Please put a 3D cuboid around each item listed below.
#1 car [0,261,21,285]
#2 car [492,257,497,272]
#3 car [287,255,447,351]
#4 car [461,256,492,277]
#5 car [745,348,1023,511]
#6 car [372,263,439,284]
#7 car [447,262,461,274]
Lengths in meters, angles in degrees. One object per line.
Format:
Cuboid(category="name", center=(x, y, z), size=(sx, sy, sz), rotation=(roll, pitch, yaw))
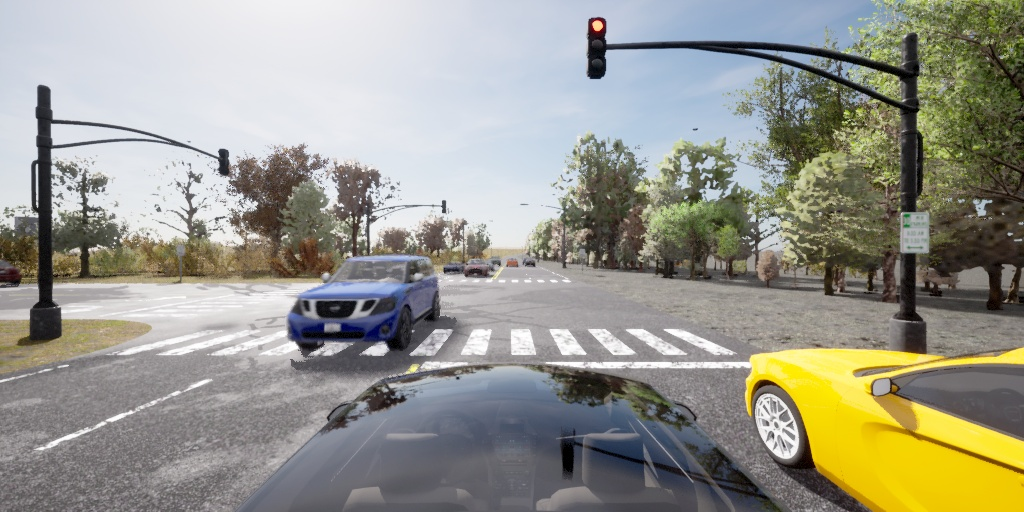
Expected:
Cuboid(category="car", center=(-34.401, 1.033, 22.607), size=(4.553, 1.767, 2.097), rotation=(0, 0, -3))
Cuboid(category="car", center=(-3.348, 1.278, 47.006), size=(1.812, 1.442, 4.674), rotation=(0, 1, 0))
Cuboid(category="car", center=(-3.348, 0.987, 9.399), size=(2.150, 2.045, 5.566), rotation=(0, 0, 0))
Cuboid(category="car", center=(-3.348, 1.102, 35.066), size=(2.097, 1.767, 4.553), rotation=(0, 0, 0))
Cuboid(category="car", center=(3.363, 1.195, 1.716), size=(1.882, 1.535, 5.008), rotation=(0, 1, 0))
Cuboid(category="car", center=(-7.897, 1.267, 27.245), size=(2.033, 1.411, 5.357), rotation=(0, -1, 22))
Cuboid(category="car", center=(-6.600, 1.351, 41.114), size=(1.895, 1.301, 4.718), rotation=(0, 0, 0))
